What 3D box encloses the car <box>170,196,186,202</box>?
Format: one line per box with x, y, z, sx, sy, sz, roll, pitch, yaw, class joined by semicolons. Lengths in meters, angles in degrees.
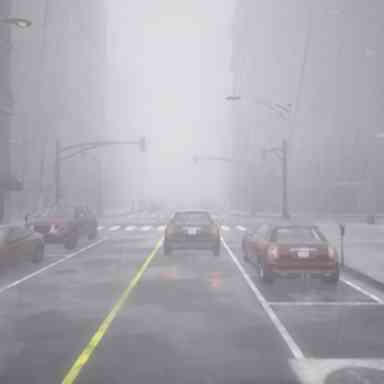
-2.968;2.178;69.413;2.033;1.411;5.357;0;-1;0;car

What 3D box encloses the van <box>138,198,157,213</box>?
-5.839;1.733;42.357;1.690;1.788;3.998;0;-1;0;van

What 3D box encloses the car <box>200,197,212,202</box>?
2.692;2.021;53.737;1.752;1.417;4.829;0;-1;0;car

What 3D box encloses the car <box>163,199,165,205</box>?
-5.834;1.934;53.548;1.967;1.590;4.097;0;-1;0;car

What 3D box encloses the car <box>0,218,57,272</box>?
-5.854;1.675;9.885;1.802;1.307;4.206;0;-1;0;car

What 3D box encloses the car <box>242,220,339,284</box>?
2.672;1.534;9.908;1.967;1.590;4.097;0;-1;0;car

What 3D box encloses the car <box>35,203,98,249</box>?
-5.851;1.459;15.411;2.192;1.841;5.009;0;-1;0;car

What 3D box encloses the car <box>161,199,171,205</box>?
-5.823;2.248;75.929;2.008;1.369;4.403;0;-1;0;car

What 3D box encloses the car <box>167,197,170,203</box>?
-5.826;2.170;70.164;1.752;1.417;4.829;0;-1;0;car

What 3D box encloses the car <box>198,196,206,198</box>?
2.700;1.962;70.351;2.192;1.841;5.009;0;-1;0;car

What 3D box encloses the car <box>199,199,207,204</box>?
2.705;2.330;81.537;1.802;1.307;4.206;0;-1;0;car

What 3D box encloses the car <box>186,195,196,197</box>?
0.038;2.139;83.350;1.812;1.442;4.674;0;-1;0;car

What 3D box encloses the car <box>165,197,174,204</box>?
-5.818;2.114;87.122;2.192;1.841;5.009;0;-1;0;car

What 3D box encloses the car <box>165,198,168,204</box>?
-5.831;2.089;59.142;1.887;1.381;4.507;0;-1;0;car

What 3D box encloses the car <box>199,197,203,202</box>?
2.695;2.096;59.160;2.008;1.369;4.403;0;-1;0;car

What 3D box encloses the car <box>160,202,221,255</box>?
0.009;1.482;14.084;2.097;1.767;4.553;0;-1;0;car

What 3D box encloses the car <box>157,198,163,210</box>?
-5.837;1.758;47.953;2.192;1.841;5.009;0;-1;0;car

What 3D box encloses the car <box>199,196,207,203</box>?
3.043;2.080;93.362;2.150;2.045;5.566;0;-1;0;car

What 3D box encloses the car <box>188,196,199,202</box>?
0.035;2.147;67.602;1.812;1.442;4.674;0;0;0;car
